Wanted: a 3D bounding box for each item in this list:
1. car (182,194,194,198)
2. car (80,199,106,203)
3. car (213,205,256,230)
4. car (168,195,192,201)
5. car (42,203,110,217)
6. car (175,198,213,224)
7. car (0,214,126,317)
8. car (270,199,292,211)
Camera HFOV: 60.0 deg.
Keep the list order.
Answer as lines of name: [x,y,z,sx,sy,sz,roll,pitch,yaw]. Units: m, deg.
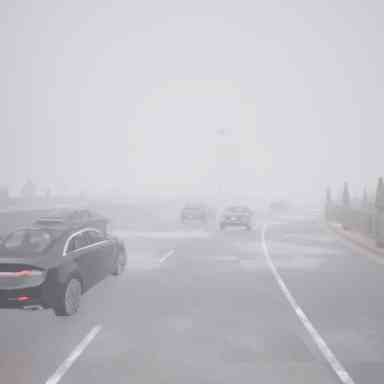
car: [-1.126,1.111,61.664,1.837,1.490,4.892,0,0,35]
car: [-10.852,1.509,35.809,2.033,1.411,5.357,0,0,21]
car: [2.991,1.559,21.272,2.033,1.411,5.357,0,0,15]
car: [-2.279,1.557,46.404,1.994,1.385,4.181,0,0,28]
car: [-5.357,1.486,15.492,1.837,1.490,4.892,0,0,9]
car: [0.558,1.494,25.248,2.128,1.511,4.902,0,0,17]
car: [-2.912,1.481,7.470,2.128,1.511,4.902,0,0,5]
car: [10.929,1.565,40.986,1.812,1.442,4.674,0,0,28]
